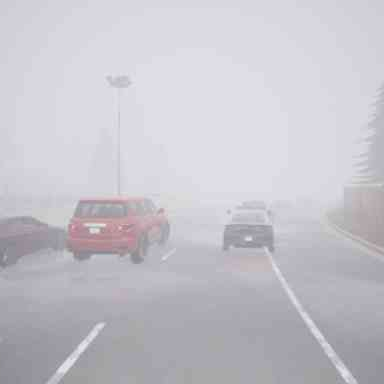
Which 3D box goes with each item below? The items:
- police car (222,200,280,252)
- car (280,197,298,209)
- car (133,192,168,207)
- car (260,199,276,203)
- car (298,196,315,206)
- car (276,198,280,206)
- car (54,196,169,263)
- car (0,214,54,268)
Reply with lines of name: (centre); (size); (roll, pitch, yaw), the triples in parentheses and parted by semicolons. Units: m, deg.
police car: (2.356, 1.379, 13.847); (1.930, 1.638, 5.238); (0, 0, 10)
car: (11.648, 1.435, 42.644); (1.994, 1.385, 4.181); (0, 0, 33)
car: (-5.729, 1.022, 47.190); (2.150, 2.045, 5.566); (0, 0, 28)
car: (4.252, 1.278, 22.174); (2.097, 1.767, 4.553); (0, 0, 16)
car: (17.681, 1.358, 52.020); (1.837, 1.490, 4.892); (0, 0, 39)
car: (5.874, 1.368, 27.355); (1.801, 1.575, 5.366); (0, 0, 19)
car: (-2.355, 1.168, 11.986); (2.150, 2.045, 5.566); (0, 0, 8)
car: (-5.974, 1.465, 11.018); (1.812, 1.442, 4.674); (0, 0, 7)
